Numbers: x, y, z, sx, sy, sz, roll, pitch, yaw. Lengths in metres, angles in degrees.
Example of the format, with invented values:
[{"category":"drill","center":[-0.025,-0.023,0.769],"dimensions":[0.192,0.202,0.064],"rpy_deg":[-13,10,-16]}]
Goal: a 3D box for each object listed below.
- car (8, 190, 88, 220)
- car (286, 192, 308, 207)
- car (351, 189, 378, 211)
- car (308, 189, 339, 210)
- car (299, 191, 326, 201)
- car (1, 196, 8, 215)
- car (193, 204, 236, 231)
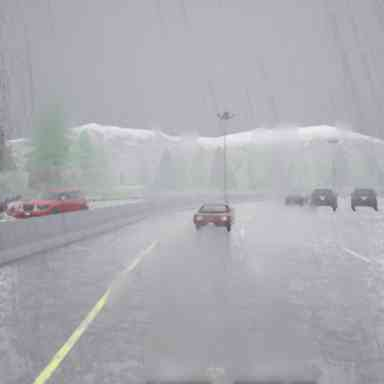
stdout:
[{"category":"car","center":[-8.935,0.864,21.773],"dimensions":[2.150,2.045,5.566],"rpy_deg":[0,1,11]},{"category":"car","center":[12.123,0.847,38.076],"dimensions":[1.882,1.535,5.008],"rpy_deg":[0,1,29]},{"category":"car","center":[16.788,0.683,32.415],"dimensions":[2.150,2.045,5.566],"rpy_deg":[0,1,27]},{"category":"car","center":[13.177,0.675,32.907],"dimensions":[2.150,2.045,5.566],"rpy_deg":[0,1,26]},{"category":"car","center":[20.064,0.634,55.131],"dimensions":[5.357,1.411,2.033],"rpy_deg":[-1,1,-43]},{"category":"car","center":[-11.747,0.932,25.387],"dimensions":[2.097,1.767,4.553],"rpy_deg":[0,1,14]},{"category":"car","center":[1.396,1.294,18.471],"dimensions":[1.895,1.301,4.718],"rpy_deg":[0,1,11]}]
